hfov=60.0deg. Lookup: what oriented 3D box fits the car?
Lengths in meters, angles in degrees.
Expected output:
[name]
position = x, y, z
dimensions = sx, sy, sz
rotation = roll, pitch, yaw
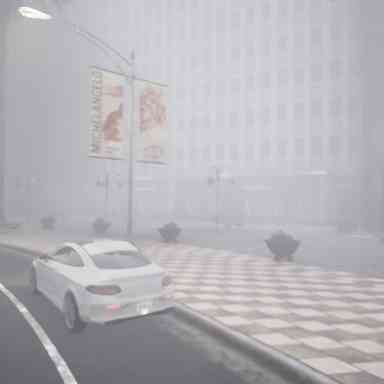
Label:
[car]
position = -2.172, 1.742, 7.287
dimensions = 1.812, 1.442, 4.674
rotation = 2, -2, -37
